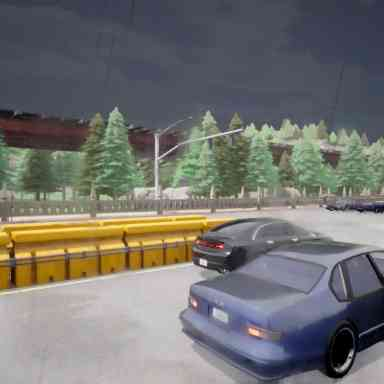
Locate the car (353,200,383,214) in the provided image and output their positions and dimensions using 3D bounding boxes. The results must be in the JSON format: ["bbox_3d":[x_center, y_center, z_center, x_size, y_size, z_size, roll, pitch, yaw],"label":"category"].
[{"bbox_3d":[19.371,1.601,35.003,4.718,1.301,1.895,0,0,-35],"label":"car"}]

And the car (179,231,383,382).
[{"bbox_3d":[2.398,1.547,5.496,5.357,1.411,2.033,0,0,-35],"label":"car"}]

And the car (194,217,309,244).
[{"bbox_3d":[2.261,1.505,9.685,4.892,1.490,1.837,0,0,-35],"label":"car"}]

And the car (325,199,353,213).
[{"bbox_3d":[17.491,1.547,37.961,5.357,1.411,2.033,0,0,-35],"label":"car"}]
